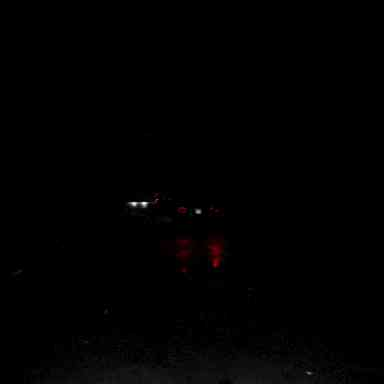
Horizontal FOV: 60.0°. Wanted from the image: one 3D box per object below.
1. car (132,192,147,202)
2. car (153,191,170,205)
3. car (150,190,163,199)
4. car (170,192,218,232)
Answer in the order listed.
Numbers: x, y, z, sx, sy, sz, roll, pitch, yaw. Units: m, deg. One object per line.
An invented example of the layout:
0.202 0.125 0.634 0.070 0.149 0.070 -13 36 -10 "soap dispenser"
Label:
-8.106 0.730 50.985 1.812 1.442 4.674 -1 2 -11 "car"
-3.677 0.917 43.078 2.033 1.411 5.357 -1 1 -6 "car"
-5.766 0.383 56.046 2.097 1.767 4.553 -1 2 -15 "car"
0.061 1.020 18.911 2.150 2.045 5.566 -1 1 -6 "car"
